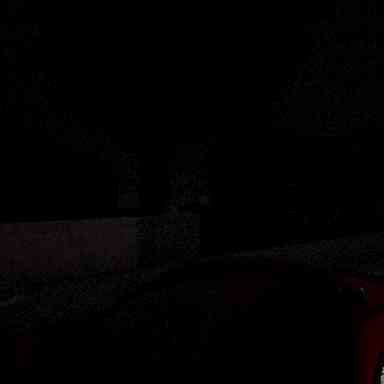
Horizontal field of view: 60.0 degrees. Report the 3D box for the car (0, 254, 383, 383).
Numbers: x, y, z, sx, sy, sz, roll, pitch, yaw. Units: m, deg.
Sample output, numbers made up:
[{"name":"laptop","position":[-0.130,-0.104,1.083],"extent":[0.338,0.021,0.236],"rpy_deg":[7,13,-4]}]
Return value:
[{"name":"car","position":[0.349,1.477,3.322],"extent":[5.008,1.535,1.882],"rpy_deg":[0,0,-36]}]
